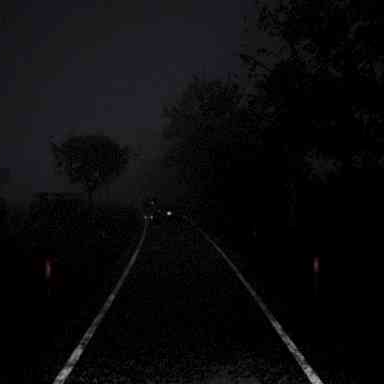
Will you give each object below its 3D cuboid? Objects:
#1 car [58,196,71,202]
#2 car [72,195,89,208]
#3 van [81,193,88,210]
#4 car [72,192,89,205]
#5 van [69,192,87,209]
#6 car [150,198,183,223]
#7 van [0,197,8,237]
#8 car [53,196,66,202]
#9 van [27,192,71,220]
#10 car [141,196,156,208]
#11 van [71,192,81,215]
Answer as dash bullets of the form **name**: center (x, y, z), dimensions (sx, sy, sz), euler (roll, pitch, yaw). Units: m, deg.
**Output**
- **car**: center (-31.348, 1.698, 81.853), dimensions (2.097, 1.535, 5.008), euler (-1, 0, -31)
- **car**: center (-15.619, 1.299, 46.716), dimensions (1.946, 1.575, 5.366), euler (1, -1, -15)
- **van**: center (-12.796, 1.046, 35.971), dimensions (1.878, 1.987, 4.442), euler (1, -1, -12)
- **car**: center (-19.287, 1.133, 57.447), dimensions (2.435, 2.045, 5.566), euler (2, -2, -21)
- **van**: center (-14.108, 1.056, 41.410), dimensions (1.878, 1.987, 4.442), euler (2, -1, -17)
- **car**: center (-1.771, 1.356, 23.809), dimensions (1.994, 1.385, 4.181), euler (0, 1, -8)
- **van**: center (-9.508, 1.116, 13.875), dimensions (1.878, 1.987, 4.442), euler (1, -1, -6)
- **car**: center (-34.729, 1.793, 87.201), dimensions (2.231, 1.521, 4.892), euler (-1, -1, -33)
- **van**: center (-10.732, 1.059, 24.994), dimensions (1.878, 1.987, 4.442), euler (1, -1, -10)
- **car**: center (-5.114, 1.206, 40.975), dimensions (1.994, 1.385, 4.181), euler (-1, 1, -14)
- **van**: center (-11.673, 1.047, 30.494), dimensions (1.878, 1.987, 4.442), euler (1, -1, -12)
